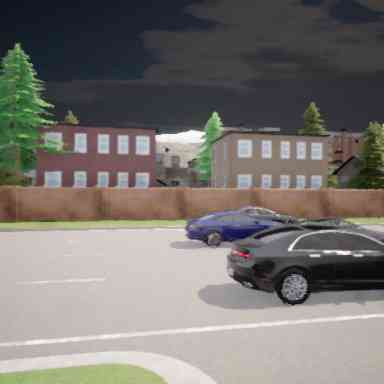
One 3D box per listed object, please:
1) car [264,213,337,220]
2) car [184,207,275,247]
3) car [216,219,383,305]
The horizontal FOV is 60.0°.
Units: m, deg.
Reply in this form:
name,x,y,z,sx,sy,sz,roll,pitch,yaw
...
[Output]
name,x,y,z,sx,sy,sz,roll,pitch,yaw
car,4.974,1.603,11.679,4.181,1.385,1.994,0,0,-11
car,1.967,1.552,14.646,4.674,1.442,1.812,0,0,-11
car,3.232,1.529,7.762,4.892,1.490,1.837,1,0,-11
